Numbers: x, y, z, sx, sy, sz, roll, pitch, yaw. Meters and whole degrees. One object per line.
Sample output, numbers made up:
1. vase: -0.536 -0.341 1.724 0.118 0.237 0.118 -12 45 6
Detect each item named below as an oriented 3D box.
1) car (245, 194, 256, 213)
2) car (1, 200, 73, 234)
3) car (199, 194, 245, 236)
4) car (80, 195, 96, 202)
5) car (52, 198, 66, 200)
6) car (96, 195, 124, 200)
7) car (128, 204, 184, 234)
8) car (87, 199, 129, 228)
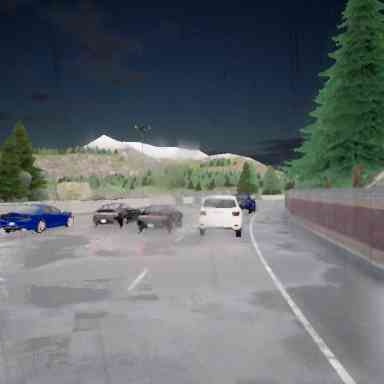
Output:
1. car: 5.723 1.201 36.336 2.150 2.045 5.566 0 0 17
2. car: -8.762 1.465 19.319 1.882 1.535 5.008 0 0 8
3. car: 1.709 1.211 18.613 2.150 2.045 5.566 0 0 9
4. car: -15.248 1.241 51.484 2.097 1.767 4.553 0 0 20
5. car: -21.853 1.631 53.802 1.895 1.301 4.718 0 0 20
6. car: -11.966 1.147 50.268 1.812 1.442 4.674 0 0 20
7. car: -1.702 1.480 19.243 2.128 1.511 4.902 0 0 9
8. car: -4.793 1.478 21.965 2.128 1.511 4.902 0 0 9
